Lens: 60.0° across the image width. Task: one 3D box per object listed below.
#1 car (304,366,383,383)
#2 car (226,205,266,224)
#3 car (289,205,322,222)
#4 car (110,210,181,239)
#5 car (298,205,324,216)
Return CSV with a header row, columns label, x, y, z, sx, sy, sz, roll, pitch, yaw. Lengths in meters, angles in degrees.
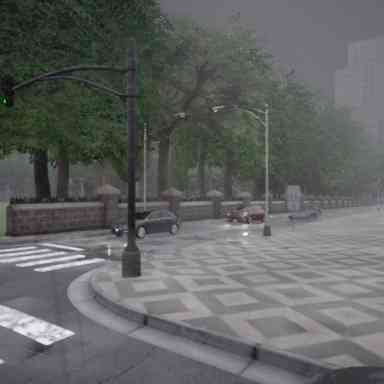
label,x,y,z,sx,sy,sz,roll,pitch,yaw
car,2.454,1.551,1.218,4.403,1.369,2.008,0,0,35
car,4.991,1.947,30.446,2.097,1.767,4.553,0,-1,35
car,11.673,2.287,34.397,2.033,1.411,5.357,0,-1,35
car,-2.599,1.826,19.657,1.837,1.490,4.892,0,-1,35
car,17.035,2.581,47.421,2.033,1.411,5.357,0,-1,35
